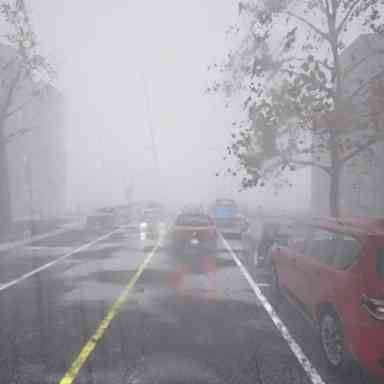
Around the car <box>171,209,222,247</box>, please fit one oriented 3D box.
[{"bbox_3d":[0.101,1.653,15.232,1.895,1.301,4.718,0,0,0],"label":"car"}]

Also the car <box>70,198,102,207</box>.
[{"bbox_3d":[-18.063,1.865,56.328,4.097,1.590,1.967,-1,1,-1],"label":"car"}]

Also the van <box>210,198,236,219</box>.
[{"bbox_3d":[2.694,1.435,27.721,1.690,1.788,3.998,-1,0,0],"label":"van"}]

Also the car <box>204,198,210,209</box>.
[{"bbox_3d":[2.699,1.696,38.809,1.947,1.339,4.313,-1,0,0],"label":"car"}]

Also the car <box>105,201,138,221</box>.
[{"bbox_3d":[-5.686,1.639,27.723,1.887,1.381,4.507,0,0,0],"label":"car"}]

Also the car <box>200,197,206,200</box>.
[{"bbox_3d":[2.709,1.782,77.042,1.752,1.417,4.829,-1,0,0],"label":"car"}]

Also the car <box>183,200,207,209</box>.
[{"bbox_3d":[0.106,1.703,30.306,1.895,1.301,4.718,0,0,0],"label":"car"}]

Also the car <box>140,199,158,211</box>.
[{"bbox_3d":[-5.680,1.694,44.355,1.887,1.381,4.507,0,0,0],"label":"car"}]

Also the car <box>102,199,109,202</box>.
[{"bbox_3d":[-18.178,1.945,64.676,4.313,1.339,1.947,-1,1,-1],"label":"car"}]

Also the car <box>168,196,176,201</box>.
[{"bbox_3d":[-5.667,1.855,93.513,1.887,1.381,4.507,0,0,0],"label":"car"}]

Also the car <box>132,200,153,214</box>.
[{"bbox_3d":[-5.683,1.656,38.641,1.752,1.417,4.829,0,0,0],"label":"car"}]

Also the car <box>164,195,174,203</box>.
[{"bbox_3d":[-5.671,1.838,76.874,1.802,1.307,4.206,0,0,0],"label":"car"}]

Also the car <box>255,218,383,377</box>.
[{"bbox_3d":[2.687,1.334,5.545,2.192,1.841,5.009,-1,0,0],"label":"car"}]

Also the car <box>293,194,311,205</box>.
[{"bbox_3d":[19.953,1.285,56.964,5.009,1.841,2.192,-1,1,-1],"label":"car"}]

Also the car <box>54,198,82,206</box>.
[{"bbox_3d":[-24.002,1.973,64.573,4.829,1.417,1.752,-1,1,-1],"label":"car"}]

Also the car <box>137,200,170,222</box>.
[{"bbox_3d":[-3.091,1.620,27.722,1.812,1.442,4.674,0,0,0],"label":"car"}]

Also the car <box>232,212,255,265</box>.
[{"bbox_3d":[2.690,1.589,11.089,2.008,1.369,4.403,-1,0,0],"label":"car"}]

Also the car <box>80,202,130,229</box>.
[{"bbox_3d":[-5.687,1.620,22.179,1.887,1.381,4.507,0,0,0],"label":"car"}]
